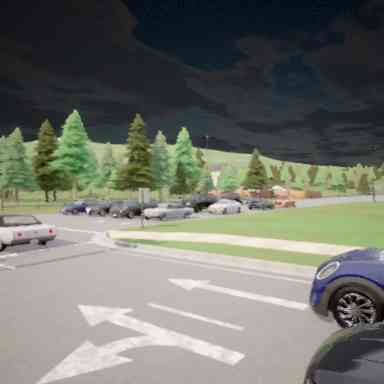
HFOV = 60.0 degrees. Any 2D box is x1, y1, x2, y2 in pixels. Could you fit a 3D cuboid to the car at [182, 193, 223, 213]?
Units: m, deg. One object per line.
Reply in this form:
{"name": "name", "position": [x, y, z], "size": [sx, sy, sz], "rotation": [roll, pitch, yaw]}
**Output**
{"name": "car", "position": [0.720, 1.174, 36.410], "size": [2.150, 2.045, 5.566], "rotation": [0, 0, 36]}

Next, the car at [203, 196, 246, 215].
{"name": "car", "position": [3.433, 1.486, 34.181], "size": [1.812, 1.442, 4.674], "rotation": [0, 0, 36]}

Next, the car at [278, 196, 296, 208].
{"name": "car", "position": [13.047, 1.313, 47.290], "size": [2.097, 1.767, 4.553], "rotation": [0, 0, 36]}

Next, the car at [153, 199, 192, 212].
{"name": "car", "position": [-2.141, 1.545, 38.424], "size": [1.895, 1.301, 4.718], "rotation": [0, 0, 36]}

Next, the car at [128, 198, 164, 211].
{"name": "car", "position": [-5.467, 1.500, 39.805], "size": [1.994, 1.385, 4.181], "rotation": [0, 0, 36]}

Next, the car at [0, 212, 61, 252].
{"name": "car", "position": [-7.734, 1.568, 13.808], "size": [4.718, 1.301, 1.895], "rotation": [0, 0, 36]}

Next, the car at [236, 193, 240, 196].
{"name": "car", "position": [9.718, 1.437, 54.545], "size": [2.128, 1.511, 4.902], "rotation": [0, 0, 37]}

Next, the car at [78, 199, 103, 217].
{"name": "car", "position": [-7.616, 1.436, 30.945], "size": [2.128, 1.511, 4.902], "rotation": [0, 0, 36]}

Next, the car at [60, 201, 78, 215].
{"name": "car", "position": [-10.633, 1.462, 32.749], "size": [1.812, 1.442, 4.674], "rotation": [0, 0, 36]}

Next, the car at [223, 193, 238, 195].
{"name": "car", "position": [6.177, 1.158, 55.610], "size": [2.150, 2.045, 5.566], "rotation": [0, 0, 37]}

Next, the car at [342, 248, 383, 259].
{"name": "car", "position": [4.302, 1.354, 5.222], "size": [4.553, 1.767, 2.097], "rotation": [0, 0, 35]}

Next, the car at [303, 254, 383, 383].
{"name": "car", "position": [3.118, 1.508, 1.768], "size": [4.892, 1.490, 1.837], "rotation": [0, 0, 36]}

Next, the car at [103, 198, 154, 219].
{"name": "car", "position": [-4.933, 1.304, 28.683], "size": [2.097, 1.767, 4.553], "rotation": [0, 0, 36]}

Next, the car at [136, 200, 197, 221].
{"name": "car", "position": [-1.958, 1.561, 26.820], "size": [1.895, 1.301, 4.718], "rotation": [0, 0, 36]}

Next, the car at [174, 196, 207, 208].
{"name": "car", "position": [-0.199, 1.428, 46.987], "size": [2.128, 1.511, 4.902], "rotation": [0, 0, 36]}

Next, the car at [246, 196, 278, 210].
{"name": "car", "position": [8.606, 1.525, 41.234], "size": [1.994, 1.385, 4.181], "rotation": [0, 0, 37]}
